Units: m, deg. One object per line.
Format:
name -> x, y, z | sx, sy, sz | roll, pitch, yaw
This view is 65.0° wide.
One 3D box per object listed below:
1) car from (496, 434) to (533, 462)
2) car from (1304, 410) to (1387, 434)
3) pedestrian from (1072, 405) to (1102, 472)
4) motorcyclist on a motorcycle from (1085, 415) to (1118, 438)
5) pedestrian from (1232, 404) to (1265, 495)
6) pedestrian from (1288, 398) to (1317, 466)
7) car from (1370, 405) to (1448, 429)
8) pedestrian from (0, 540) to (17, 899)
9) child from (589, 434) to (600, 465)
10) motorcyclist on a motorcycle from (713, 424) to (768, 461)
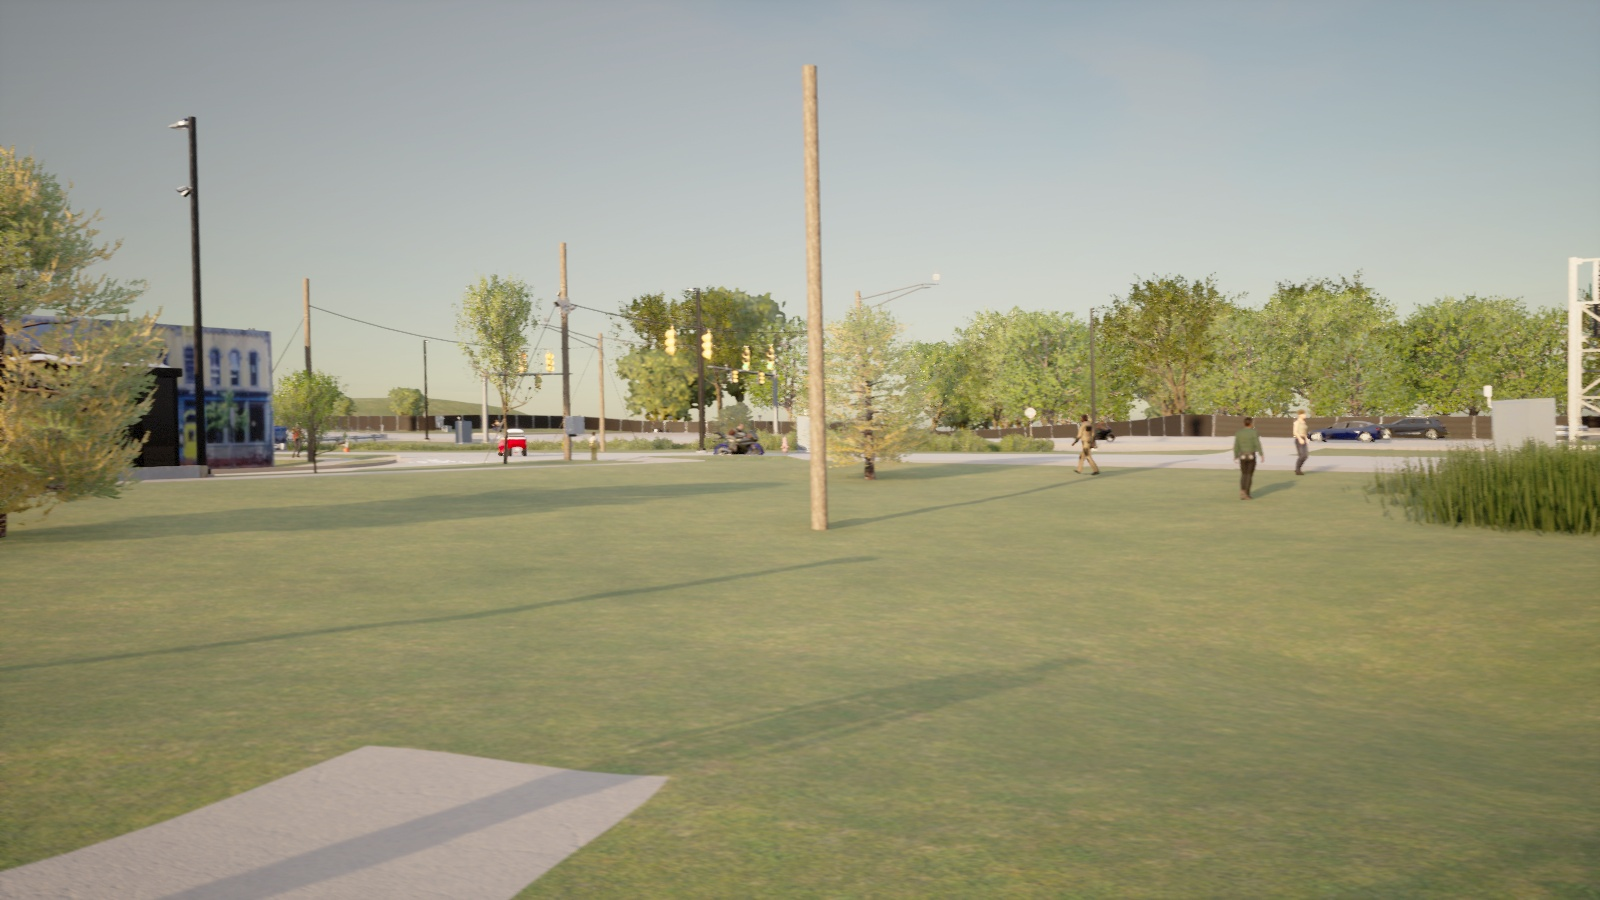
car -> -14.425, -0.113, 63.391 | 1.481, 1.376, 2.207 | -1, 1, -22
car -> 36.379, -1.876, 83.818 | 4.792, 1.488, 2.163 | 0, 1, 32
pedestrian -> 8.408, -0.324, 36.782 | 0.396, 1.930, 0.692 | -3, 1, -40
motorcyclist on a motorcycle -> 20.533, -1.621, 85.518 | 2.044, 1.523, 0.797 | 0, 1, 32
pedestrian -> 9.821, -0.021, 27.517 | 0.423, 1.949, 0.788 | -2, 1, 35
pedestrian -> 13.816, -0.482, 34.534 | 0.345, 1.836, 0.594 | -3, 1, -37
car -> 43.152, -2.309, 89.058 | 4.856, 1.649, 2.033 | 0, 1, 23
pedestrian -> -2.268, 0.423, 2.848 | 0.354, 1.836, 0.706 | -2, 1, 22
child -> -8.645, -0.030, 52.814 | 0.270, 1.263, 0.437 | -2, 1, 10
motorcyclist on a motorcycle -> -2.568, -0.318, 54.399 | 2.191, 1.530, 0.866 | -1, 2, 14
